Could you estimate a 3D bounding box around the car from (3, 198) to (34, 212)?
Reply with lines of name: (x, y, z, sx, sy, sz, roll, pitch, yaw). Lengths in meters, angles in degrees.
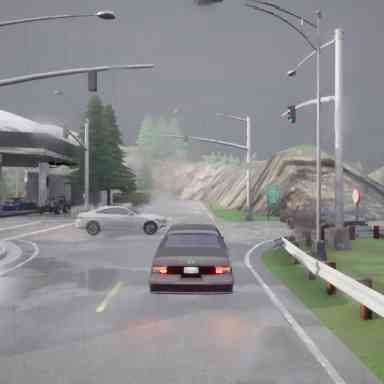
car: (-20.302, 1.480, 39.482, 2.242, 1.667, 4.611, 0, 0, -1)

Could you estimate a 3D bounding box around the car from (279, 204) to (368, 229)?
car: (6.685, 1.358, 17.606, 2.033, 1.411, 5.357, 0, 0, -16)

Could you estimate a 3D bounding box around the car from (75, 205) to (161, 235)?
car: (-3.640, 1.415, 17.379, 4.674, 1.442, 1.812, 0, 0, -1)

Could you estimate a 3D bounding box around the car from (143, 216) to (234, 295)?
car: (0.035, 1.547, 8.895, 2.033, 1.411, 5.357, 0, 0, 1)

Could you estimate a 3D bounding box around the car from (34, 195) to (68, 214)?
car: (-14.587, 1.313, 35.214, 1.905, 1.878, 3.866, 0, 0, -1)
